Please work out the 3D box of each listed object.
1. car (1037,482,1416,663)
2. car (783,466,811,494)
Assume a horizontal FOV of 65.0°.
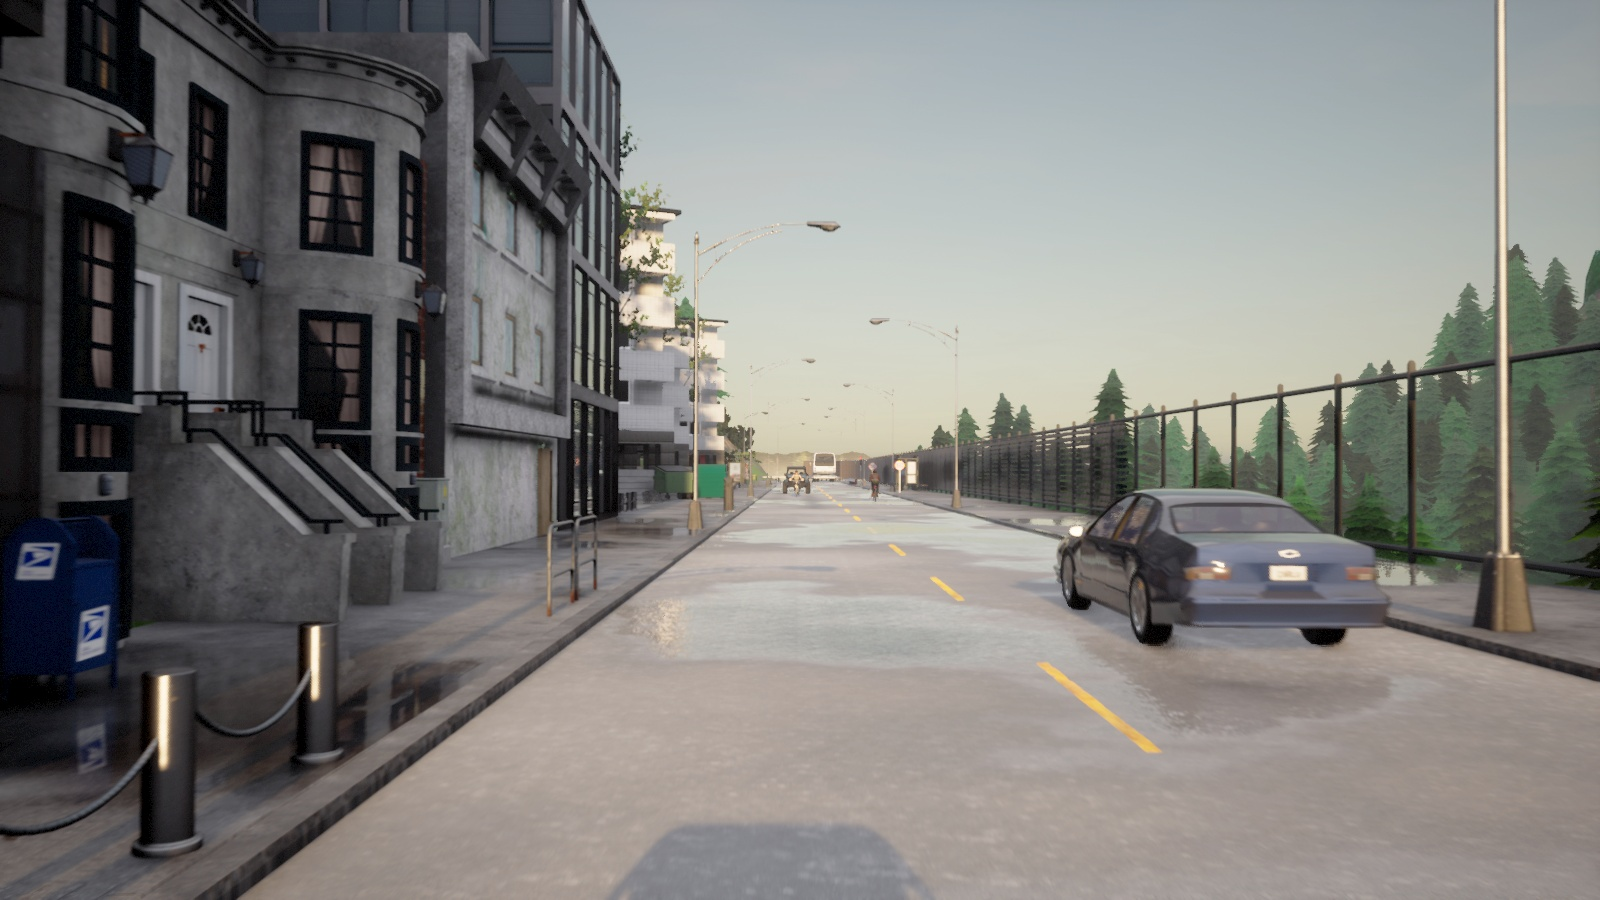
[{"bbox_3d":[3.965,1.062,12.868,2.033,1.411,5.357,0,-1,0],"label":"car"},{"bbox_3d":[-0.221,2.057,86.374,1.905,1.878,3.866,0,-1,0],"label":"car"}]
